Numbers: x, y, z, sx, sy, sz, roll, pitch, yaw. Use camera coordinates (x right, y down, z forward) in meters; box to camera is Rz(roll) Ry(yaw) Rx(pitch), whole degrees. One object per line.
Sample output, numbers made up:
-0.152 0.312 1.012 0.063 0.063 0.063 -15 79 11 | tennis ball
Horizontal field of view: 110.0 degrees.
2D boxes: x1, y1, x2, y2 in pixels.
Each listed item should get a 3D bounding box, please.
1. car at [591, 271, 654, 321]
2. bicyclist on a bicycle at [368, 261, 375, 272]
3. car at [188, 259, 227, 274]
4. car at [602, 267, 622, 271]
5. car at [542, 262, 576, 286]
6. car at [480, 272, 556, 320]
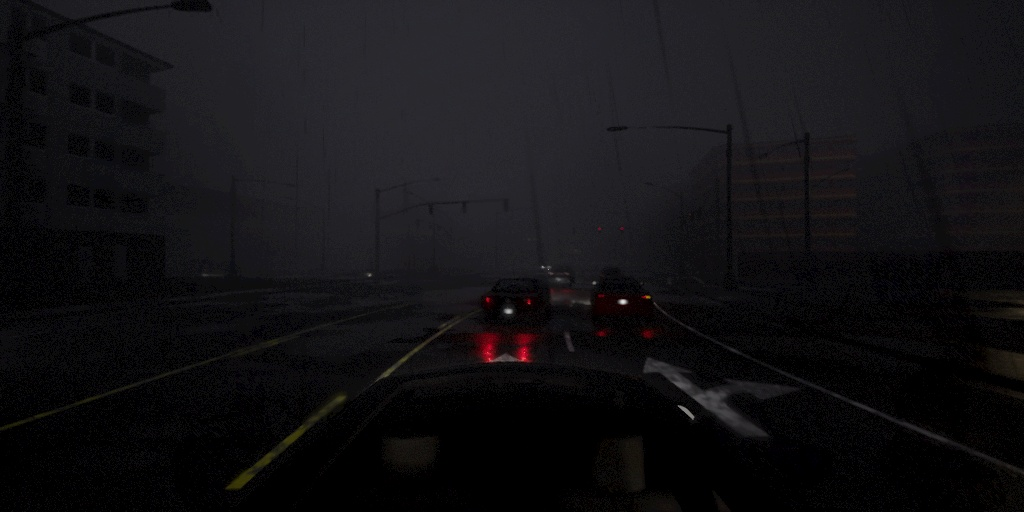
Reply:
3.914 1.426 13.178 1.994 1.385 4.181 0 0 13 | car
-21.304 1.559 54.440 0.582 1.620 1.656 0 0 13 | bicyclist on a bicycle
-41.730 1.418 48.777 5.566 2.045 2.150 0 0 29 | car
7.583 1.518 27.144 1.812 1.442 4.674 0 0 19 | car
3.845 1.491 27.729 2.128 1.511 4.902 0 0 12 | car
0.367 1.464 13.399 1.895 1.301 4.718 0 -1 12 | car
